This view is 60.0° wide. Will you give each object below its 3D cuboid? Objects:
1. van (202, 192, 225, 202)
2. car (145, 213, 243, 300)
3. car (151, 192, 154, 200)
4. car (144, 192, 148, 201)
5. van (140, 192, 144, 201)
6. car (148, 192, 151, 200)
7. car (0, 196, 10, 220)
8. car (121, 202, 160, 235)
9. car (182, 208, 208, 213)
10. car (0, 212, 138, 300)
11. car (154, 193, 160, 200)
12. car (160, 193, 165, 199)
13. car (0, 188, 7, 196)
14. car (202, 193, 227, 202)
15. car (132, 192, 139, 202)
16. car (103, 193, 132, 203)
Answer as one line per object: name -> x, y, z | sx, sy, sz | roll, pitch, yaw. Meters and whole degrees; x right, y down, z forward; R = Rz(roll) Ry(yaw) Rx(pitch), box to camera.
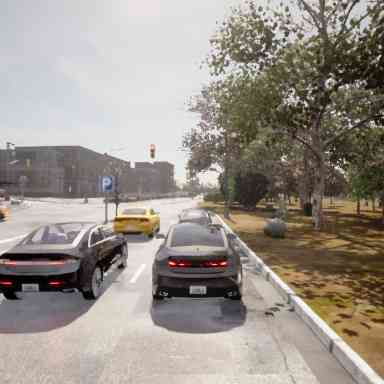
van -> 4.283, 1.043, 65.874 | 4.442, 1.987, 1.878 | 1, 0, -14
car -> 0.109, 1.514, 8.397 | 1.837, 1.490, 4.892 | 0, 0, 0
car -> -12.268, 1.359, 81.231 | 4.674, 1.452, 2.002 | -1, 0, -13
car -> -13.013, 1.322, 75.234 | 4.892, 1.521, 2.231 | -1, 0, -14
van -> -13.241, 1.093, 72.263 | 4.442, 1.987, 1.878 | -1, 0, -14
car -> -12.640, 1.360, 78.230 | 4.674, 1.452, 2.002 | -1, 0, -13
car -> -16.627, 1.404, 25.473 | 4.553, 1.767, 2.185 | -1, 0, -19
car -> -2.842, 1.502, 17.874 | 1.882, 1.535, 5.008 | 0, 0, 0
car -> 0.156, 1.572, 18.099 | 2.033, 1.411, 5.357 | 0, 0, 1
car -> -2.892, 1.501, 8.382 | 2.128, 1.511, 4.902 | 0, 0, 0
car -> -11.453, 1.358, 87.213 | 4.674, 1.452, 2.002 | -1, 0, -12
car -> -11.003, 1.065, 90.220 | 5.566, 2.045, 2.435 | -1, 0, -12
car -> -31.165, 0.137, 54.147 | 2.002, 1.452, 4.674 | 6, -3, -19
car -> 4.667, 1.142, 68.843 | 4.553, 1.767, 2.185 | 1, 0, -14
car -> -13.800, 1.316, 66.271 | 5.366, 1.575, 1.946 | -1, 0, -15
car -> -14.444, 1.359, 63.279 | 4.792, 1.488, 2.163 | -1, 0, -15
